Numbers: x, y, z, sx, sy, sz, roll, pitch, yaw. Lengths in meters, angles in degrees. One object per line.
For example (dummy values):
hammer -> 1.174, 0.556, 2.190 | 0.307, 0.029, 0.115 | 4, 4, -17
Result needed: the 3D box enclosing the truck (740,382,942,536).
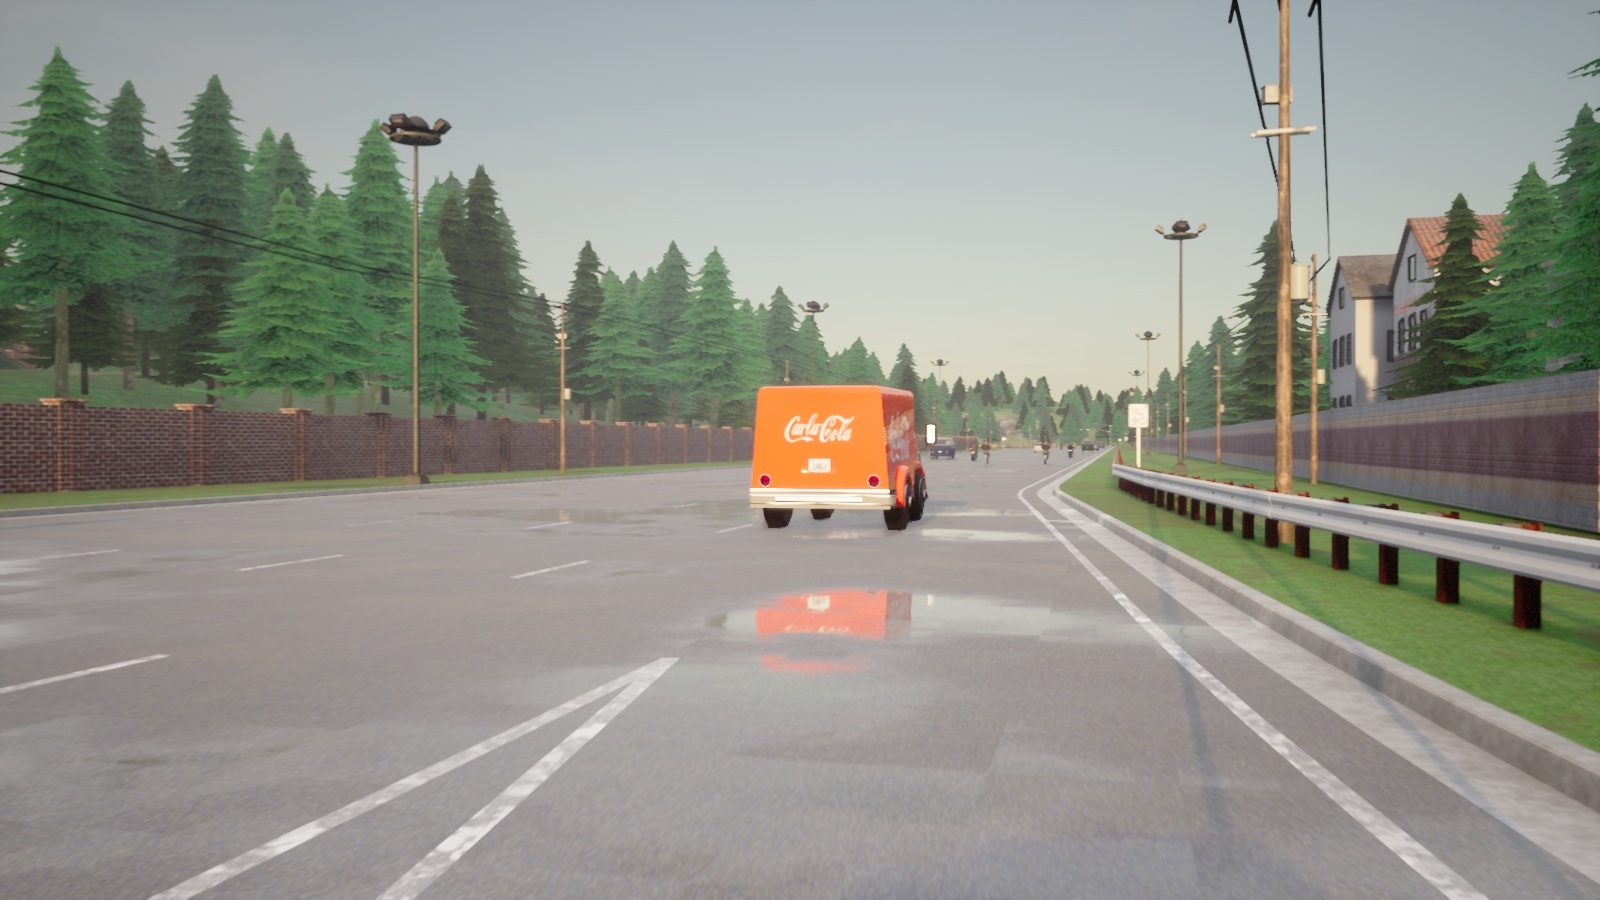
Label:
truck -> 0.930, 0.133, 22.955 | 2.627, 2.467, 5.204 | 0, 0, 14
